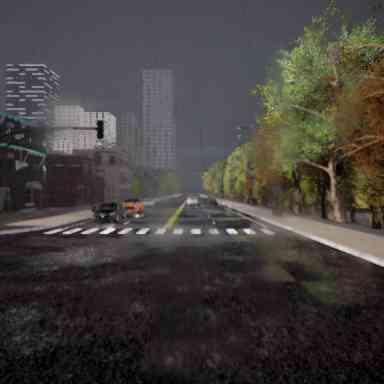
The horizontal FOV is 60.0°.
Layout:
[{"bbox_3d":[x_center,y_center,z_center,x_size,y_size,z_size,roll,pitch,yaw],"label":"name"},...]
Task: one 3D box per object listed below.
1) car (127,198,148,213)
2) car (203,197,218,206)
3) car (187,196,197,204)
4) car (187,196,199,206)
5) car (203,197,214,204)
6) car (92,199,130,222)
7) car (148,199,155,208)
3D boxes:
[{"bbox_3d":[-6.589,1.429,37.193,2.097,1.767,4.553,0,0,0],"label":"car"},{"bbox_3d":[3.363,1.664,57.110,2.033,1.411,5.357,0,0,0],"label":"car"},{"bbox_3d":[0.029,1.615,68.182,1.882,1.535,5.008,0,0,0],"label":"car"},{"bbox_3d":[0.104,1.644,57.988,1.812,1.442,4.674,0,0,0],"label":"car"},{"bbox_3d":[3.273,1.681,67.763,2.033,1.411,5.357,0,0,0],"label":"car"},{"bbox_3d":[-6.594,1.561,26.948,1.837,1.490,4.892,0,0,0],"label":"car"},{"bbox_3d":[-6.577,1.701,48.876,1.895,1.301,4.718,0,0,0],"label":"car"}]
